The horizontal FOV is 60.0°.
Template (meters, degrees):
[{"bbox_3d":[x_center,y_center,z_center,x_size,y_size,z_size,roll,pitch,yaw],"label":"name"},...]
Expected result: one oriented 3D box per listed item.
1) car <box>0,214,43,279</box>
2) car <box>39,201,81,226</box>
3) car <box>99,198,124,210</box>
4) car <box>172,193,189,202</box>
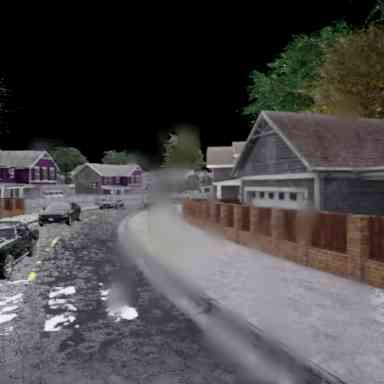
[{"bbox_3d":[-5.906,1.563,9.736,1.895,1.301,4.718,-1,0,-14],"label":"car"},{"bbox_3d":[-8.822,1.382,22.549,1.882,1.535,5.008,0,0,-8],"label":"car"},{"bbox_3d":[-9.494,1.384,39.500,1.994,1.385,4.181,0,0,4],"label":"car"},{"bbox_3d":[-2.282,1.045,66.595,2.097,1.767,4.553,0,0,25],"label":"car"}]
